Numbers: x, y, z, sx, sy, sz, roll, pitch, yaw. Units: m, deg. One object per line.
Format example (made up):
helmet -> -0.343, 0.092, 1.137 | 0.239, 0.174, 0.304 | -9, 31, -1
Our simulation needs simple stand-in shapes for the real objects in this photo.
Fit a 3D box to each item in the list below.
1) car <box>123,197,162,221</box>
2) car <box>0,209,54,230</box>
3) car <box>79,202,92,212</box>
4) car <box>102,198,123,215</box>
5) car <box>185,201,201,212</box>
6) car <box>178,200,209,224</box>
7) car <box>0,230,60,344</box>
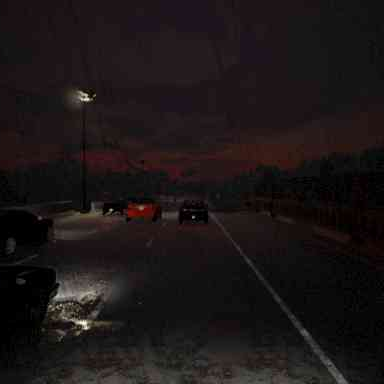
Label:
car -> -3.402, 1.122, 24.446 | 2.097, 1.767, 4.553 | 0, 0, 0
car -> -6.900, 1.358, 12.384 | 1.882, 1.535, 5.008 | 0, 1, 0
car -> -14.068, 2.177, 47.756 | 1.882, 1.535, 5.008 | 0, -5, 0
car -> -6.901, 1.322, 30.843 | 1.837, 1.490, 4.892 | 0, -1, 0
car -> 0.099, 1.836, 41.324 | 1.895, 1.301, 4.718 | 0, -3, 0
car -> 0.099, 1.276, 22.445 | 2.128, 1.511, 4.902 | 0, 1, 0
car -> -3.400, 1.510, 3.782 | 2.033, 1.411, 5.357 | 0, 1, 0
